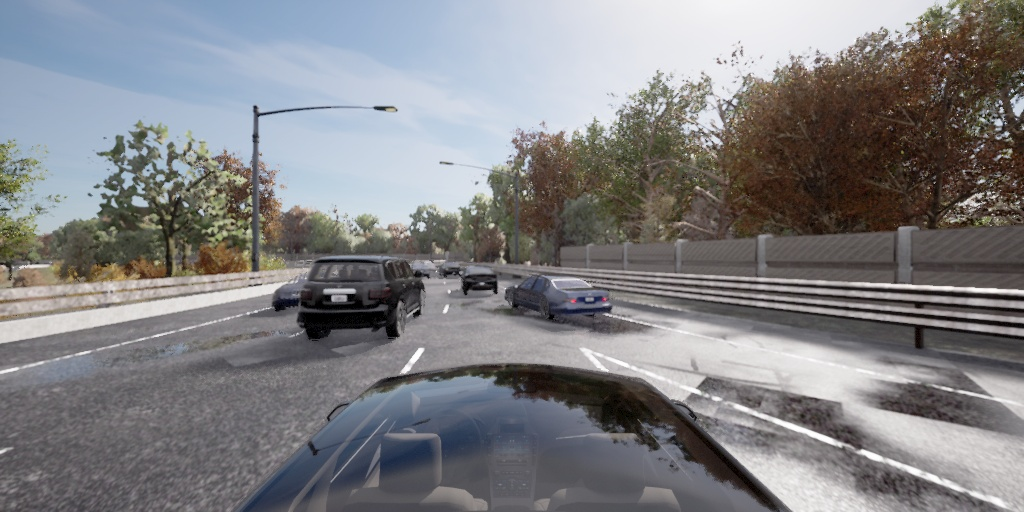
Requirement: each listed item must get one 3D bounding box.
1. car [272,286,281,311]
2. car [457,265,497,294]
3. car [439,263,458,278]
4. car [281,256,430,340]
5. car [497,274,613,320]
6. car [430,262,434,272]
[{"bbox_3d":[-8.072,1.394,14.967,1.994,1.385,4.181,0,0,-8],"label":"car"},{"bbox_3d":[-2.036,1.342,21.268,1.882,1.535,5.008,0,-1,-11],"label":"car"},{"bbox_3d":[-6.599,1.470,37.985,1.837,1.490,4.892,0,0,-19],"label":"car"},{"bbox_3d":[-3.973,1.023,10.414,2.150,2.045,5.566,0,0,-5],"label":"car"},{"bbox_3d":[1.406,1.363,13.056,2.033,1.411,5.357,0,0,-21],"label":"car"},{"bbox_3d":[-9.255,1.497,35.439,2.033,1.411,5.357,0,0,-19],"label":"car"}]
